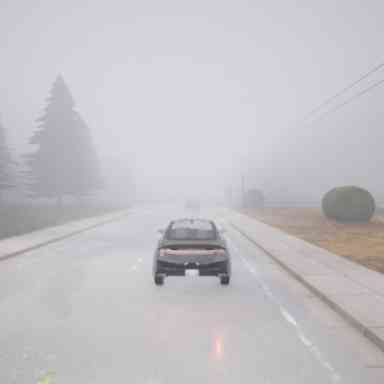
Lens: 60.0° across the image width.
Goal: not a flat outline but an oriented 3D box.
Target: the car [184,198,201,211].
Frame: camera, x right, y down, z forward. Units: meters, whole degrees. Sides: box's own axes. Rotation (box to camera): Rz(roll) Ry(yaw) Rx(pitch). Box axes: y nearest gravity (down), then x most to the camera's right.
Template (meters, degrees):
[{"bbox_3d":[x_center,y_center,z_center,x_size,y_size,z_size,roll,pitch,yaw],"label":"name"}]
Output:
[{"bbox_3d":[0.056,1.565,40.989,1.837,1.490,4.892,0,0,0],"label":"car"}]

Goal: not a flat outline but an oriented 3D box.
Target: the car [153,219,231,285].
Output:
[{"bbox_3d":[0.000,1.517,9.542,2.128,1.511,4.902,0,0,0],"label":"car"}]
